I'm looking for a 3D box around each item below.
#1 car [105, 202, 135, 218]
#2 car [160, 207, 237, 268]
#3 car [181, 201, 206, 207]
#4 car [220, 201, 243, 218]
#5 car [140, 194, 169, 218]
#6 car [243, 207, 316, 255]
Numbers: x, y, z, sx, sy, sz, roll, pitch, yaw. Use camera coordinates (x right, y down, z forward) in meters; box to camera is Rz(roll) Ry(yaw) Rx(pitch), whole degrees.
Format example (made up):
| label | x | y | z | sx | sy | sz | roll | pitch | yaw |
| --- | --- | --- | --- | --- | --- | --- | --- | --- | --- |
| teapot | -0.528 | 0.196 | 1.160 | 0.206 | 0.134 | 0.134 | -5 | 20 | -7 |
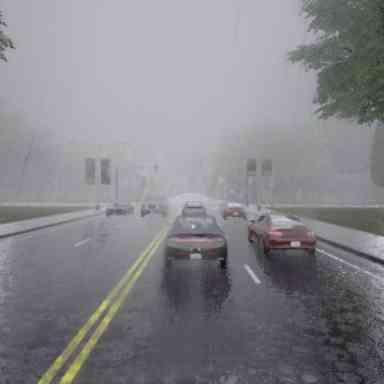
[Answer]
| label | x | y | z | sx | sy | sz | roll | pitch | yaw |
| --- | --- | --- | --- | --- | --- | --- | --- | --- | --- |
| car | -6.526 | 1.583 | 30.475 | 1.895 | 1.301 | 4.718 | 0 | 0 | 0 |
| car | 0.114 | 1.488 | 11.245 | 2.128 | 1.511 | 4.902 | 0 | 0 | 0 |
| car | 0.153 | 1.479 | 27.165 | 2.128 | 1.511 | 4.902 | 0 | 0 | 0 |
| car | 3.406 | 1.517 | 28.032 | 1.812 | 1.442 | 4.674 | 0 | 0 | 0 |
| car | -3.276 | 1.207 | 30.187 | 2.150 | 2.045 | 5.566 | 0 | 0 | 0 |
| car | 3.372 | 1.523 | 13.091 | 1.812 | 1.442 | 4.674 | 0 | 0 | 0 |
